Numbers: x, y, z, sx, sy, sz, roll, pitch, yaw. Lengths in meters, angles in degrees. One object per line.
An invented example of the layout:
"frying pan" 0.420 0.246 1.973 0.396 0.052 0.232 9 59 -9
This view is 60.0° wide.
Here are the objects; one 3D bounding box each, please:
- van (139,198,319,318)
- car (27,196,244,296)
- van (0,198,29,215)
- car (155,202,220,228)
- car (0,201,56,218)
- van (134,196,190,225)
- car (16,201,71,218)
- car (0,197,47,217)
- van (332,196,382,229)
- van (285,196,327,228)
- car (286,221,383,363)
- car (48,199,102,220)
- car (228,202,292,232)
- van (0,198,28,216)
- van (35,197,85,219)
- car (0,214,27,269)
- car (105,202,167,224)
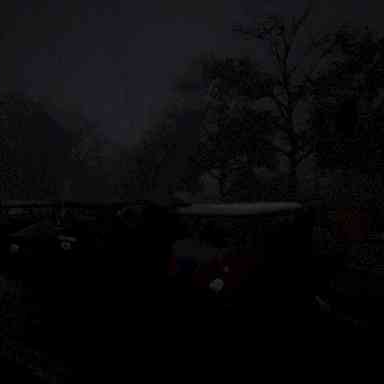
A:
"van" 1.145 1.233 7.280 1.878 1.987 4.442 0 0 36
"car" -1.027 1.203 9.015 2.435 2.045 5.566 0 0 36
"van" -22.593 1.753 40.661 1.878 1.987 4.442 -1 -1 36
"car" -0.151 1.551 24.214 1.946 1.575 5.366 -1 -1 36
"car" -18.165 1.871 37.117 1.946 1.575 5.366 -1 -1 36
"van" -2.231 1.368 26.075 1.878 1.987 4.442 -1 -1 36
"car" -15.812 1.834 35.651 2.231 1.521 4.892 -1 -1 36
"car" -20.295 1.669 38.904 2.435 2.045 5.566 -1 -1 36
"van" 9.015 1.231 18.019 1.878 1.987 4.442 0 0 36
"van" 6.519 1.227 19.520 1.878 1.987 4.442 0 0 36
"car" 3.472 1.504 5.761 2.002 1.452 4.674 0 0 36
"car" -11.324 1.628 32.406 2.185 1.767 4.553 -1 -1 36
"car" 4.462 1.475 21.144 2.097 1.535 5.008 -1 -1 36
"van" -5.612 1.293 12.120 1.878 1.987 4.442 -1 -1 36
"van" -13.490 1.567 34.140 1.878 1.987 4.442 -1 -1 36
"car" -3.262 1.509 10.617 2.163 1.488 4.792 0 0 36
"car" -4.551 1.635 27.586 2.231 1.521 4.892 -1 -1 36
